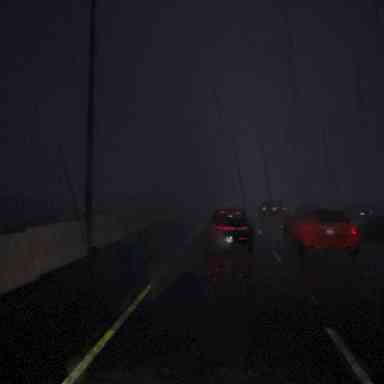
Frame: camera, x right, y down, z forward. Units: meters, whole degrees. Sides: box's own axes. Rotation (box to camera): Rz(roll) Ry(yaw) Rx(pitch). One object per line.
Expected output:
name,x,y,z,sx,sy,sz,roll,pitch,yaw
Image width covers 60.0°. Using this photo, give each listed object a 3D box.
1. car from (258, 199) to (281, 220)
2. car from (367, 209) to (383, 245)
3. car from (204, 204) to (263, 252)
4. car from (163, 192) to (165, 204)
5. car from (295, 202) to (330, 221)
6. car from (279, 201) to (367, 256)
car,6.827,1.405,28.577,2.097,1.767,4.553,1,0,7
car,8.635,1.642,13.990,1.812,1.442,4.674,1,0,7
car,1.593,1.489,14.067,2.128,1.511,4.902,1,0,7
car,-4.918,1.039,49.774,2.150,2.045,5.566,1,0,7
car,10.416,1.677,29.102,1.994,1.385,4.181,1,0,7
car,5.072,1.408,13.669,2.097,1.767,4.553,1,0,7
